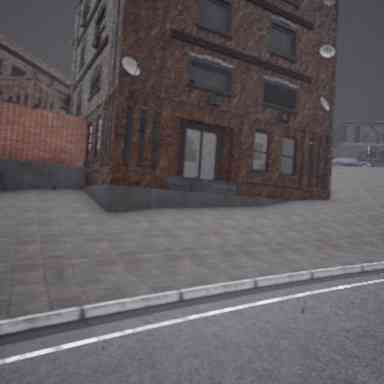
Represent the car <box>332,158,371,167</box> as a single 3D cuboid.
[{"bbox_3d":[19.918,-3.463,41.864,4.553,1.767,2.185,3,-2,14],"label":"car"}]
